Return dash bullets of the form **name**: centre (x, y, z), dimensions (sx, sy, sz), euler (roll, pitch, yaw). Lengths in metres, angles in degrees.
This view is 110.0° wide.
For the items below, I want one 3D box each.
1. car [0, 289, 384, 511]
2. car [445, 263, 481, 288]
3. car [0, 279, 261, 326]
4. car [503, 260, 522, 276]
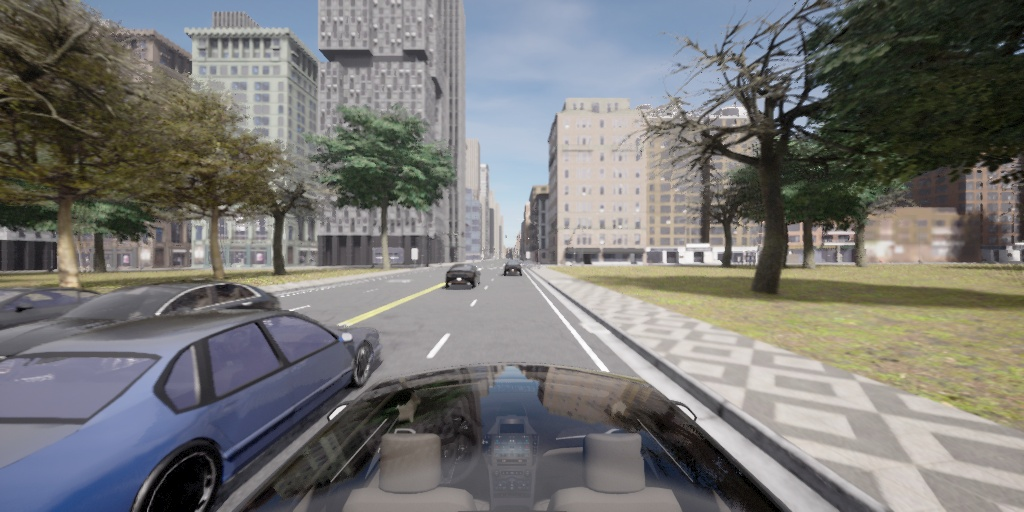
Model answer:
- **car**: centre (-3.150, 1.297, 3.799), dimensions (2.033, 1.411, 5.357), euler (0, 0, 0)
- **car**: centre (-3.157, 1.232, 23.801), dimensions (1.882, 1.535, 5.008), euler (0, 0, 0)
- **car**: centre (-6.596, 1.254, 6.853), dimensions (1.837, 1.490, 4.892), euler (0, 0, 0)
- **car**: centre (0.087, 1.246, 38.401), dimensions (1.882, 1.535, 5.008), euler (0, 0, 0)
